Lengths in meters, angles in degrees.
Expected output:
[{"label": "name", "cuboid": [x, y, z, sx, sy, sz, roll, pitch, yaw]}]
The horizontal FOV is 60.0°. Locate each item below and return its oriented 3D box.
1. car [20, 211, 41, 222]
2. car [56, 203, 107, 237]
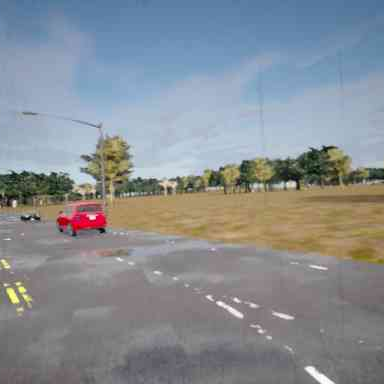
[{"label": "car", "cuboid": [-20.101, 3.001, 41.256, 1.895, 1.301, 4.718, -3, -1, -34]}, {"label": "car", "cuboid": [-7.515, 1.777, 22.402, 2.150, 2.045, 5.566, -3, -1, -34]}]
